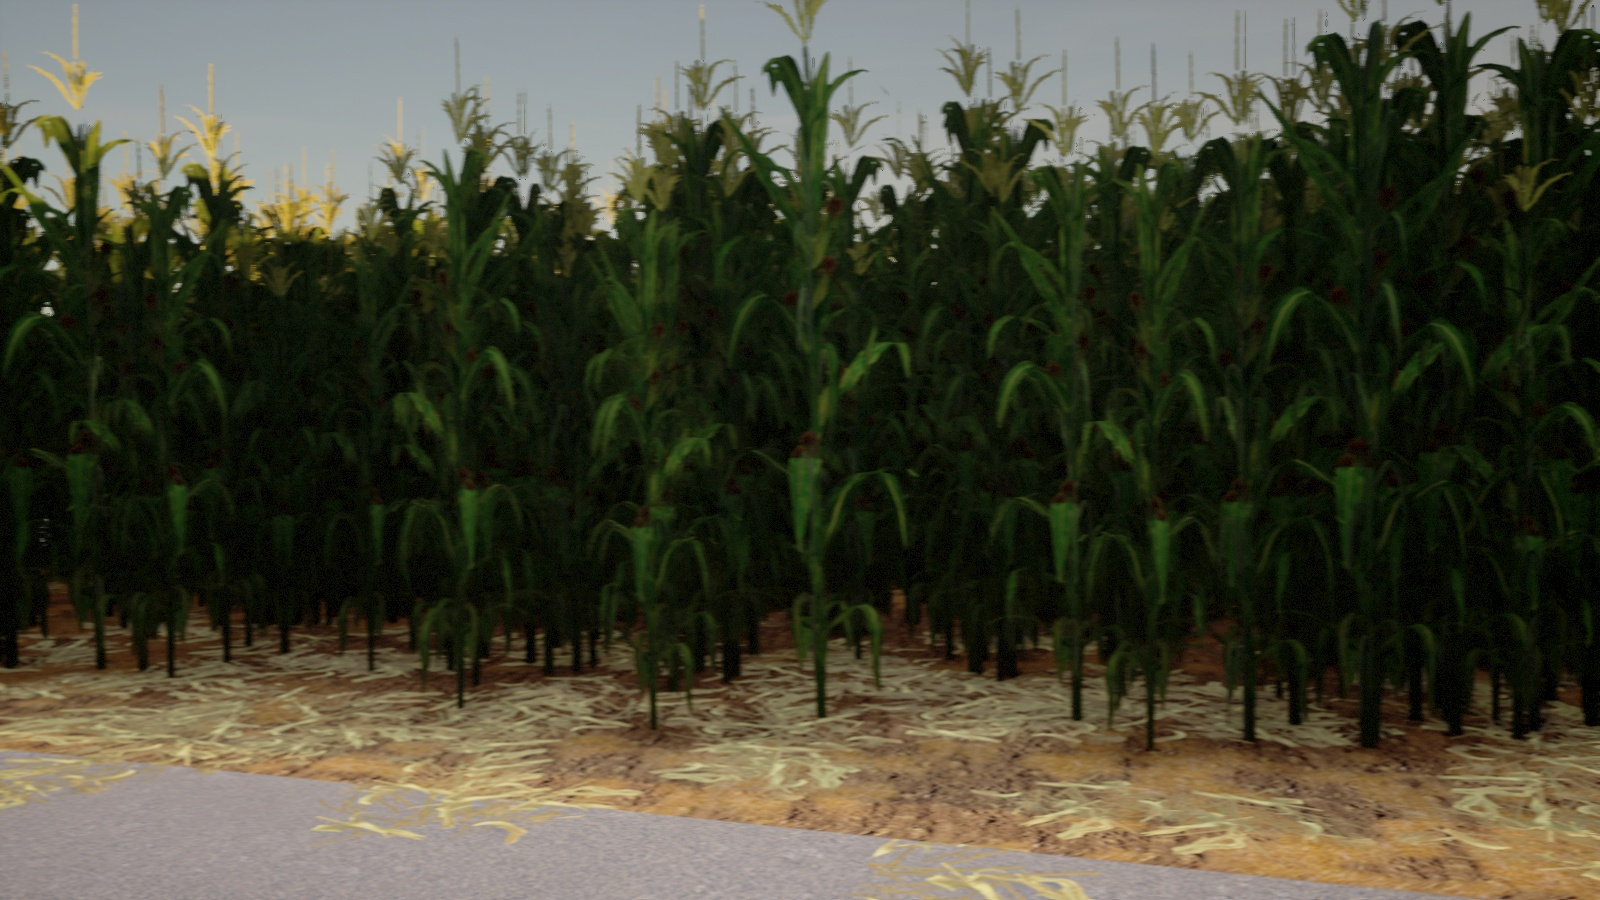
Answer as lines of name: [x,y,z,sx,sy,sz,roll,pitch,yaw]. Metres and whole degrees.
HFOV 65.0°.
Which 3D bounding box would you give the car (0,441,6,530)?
car: [-14.813,0.623,19.288,1.816,1.474,4.193,0,1,19]
